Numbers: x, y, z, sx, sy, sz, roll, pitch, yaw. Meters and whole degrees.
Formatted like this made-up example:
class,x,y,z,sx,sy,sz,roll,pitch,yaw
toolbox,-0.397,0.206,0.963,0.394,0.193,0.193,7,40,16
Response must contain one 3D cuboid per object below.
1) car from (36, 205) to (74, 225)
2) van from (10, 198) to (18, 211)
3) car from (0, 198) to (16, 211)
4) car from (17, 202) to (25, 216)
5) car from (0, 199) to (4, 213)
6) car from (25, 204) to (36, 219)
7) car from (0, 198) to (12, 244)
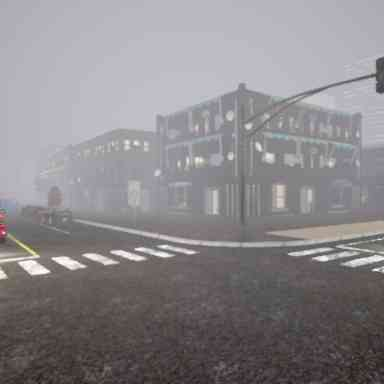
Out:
class,x,y,z,sx,sy,sz,roll,pitch,yaw
car,-10.767,1.828,26.645,2.008,1.369,4.403,-1,0,-35
van,-26.840,1.926,49.178,1.690,1.788,3.998,-1,0,-35
car,-30.055,1.959,53.685,2.192,1.841,5.009,-1,0,-35
car,-17.193,1.985,35.658,1.802,1.307,4.206,-1,0,-35
car,-26.726,1.916,44.573,2.097,1.767,4.553,-1,0,-36
car,-13.980,1.923,31.152,1.802,1.307,4.206,-1,0,-35
car,-10.792,1.452,16.716,2.150,2.045,5.566,-1,0,-36
